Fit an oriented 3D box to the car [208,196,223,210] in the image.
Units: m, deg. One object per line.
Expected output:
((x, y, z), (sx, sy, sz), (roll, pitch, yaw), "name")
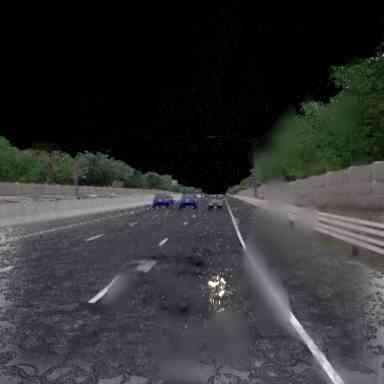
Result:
((3.165, 1.631, 44.091), (1.895, 1.301, 4.718), (1, 0, 5), "car")

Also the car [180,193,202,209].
((-0.313, 1.215, 44.439), (2.150, 2.045, 5.566), (1, 0, 5), "car")

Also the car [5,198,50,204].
((-15.519, 1.330, 32.730), (2.128, 1.511, 4.902), (1, 0, 6), "car")

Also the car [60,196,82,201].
((-17.541, 1.319, 48.563), (1.837, 1.490, 4.892), (1, 0, 6), "car")

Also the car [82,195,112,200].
((-13.970, 1.453, 49.206), (1.895, 1.301, 4.718), (1, 0, 6), "car")

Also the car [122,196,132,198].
((-12.520, 1.403, 64.592), (1.994, 1.385, 4.181), (1, 0, 5), "car")

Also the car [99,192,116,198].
((-16.175, 1.039, 63.072), (2.150, 2.045, 5.566), (1, 0, 5), "car")

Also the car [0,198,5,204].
((-19.134, 1.293, 31.692), (2.128, 1.511, 4.902), (1, 0, 6), "car")

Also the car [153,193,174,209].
((-3.798, 1.179, 44.759), (2.150, 2.045, 5.566), (1, 0, 5), "car")
